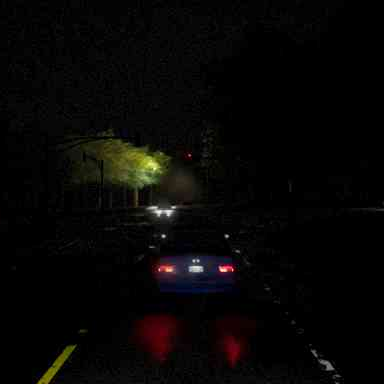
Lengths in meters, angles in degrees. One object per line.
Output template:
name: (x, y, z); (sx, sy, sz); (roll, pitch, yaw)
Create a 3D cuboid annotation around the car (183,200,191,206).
car: (-1.169, 2.505, 76.006); (1.895, 1.301, 4.718); (0, -2, -1)

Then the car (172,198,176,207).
car: (-4.503, 2.082, 68.102); (2.097, 1.767, 4.553); (0, -1, -1)

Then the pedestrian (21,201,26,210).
pedestrian: (-18.094, 1.918, 35.666); (0.375, 1.860, 0.375); (0, 1, 2)

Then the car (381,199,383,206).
car: (19.964, 0.666, 30.339); (4.892, 1.490, 1.837); (-2, -1, 2)

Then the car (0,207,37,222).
car: (-17.544, 2.168, 31.675); (4.718, 1.301, 1.895); (-2, -1, -1)

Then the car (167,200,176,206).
car: (-4.731, 2.535, 78.661); (1.994, 1.385, 4.181); (0, -1, -1)

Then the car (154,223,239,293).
car: (0.089, 1.550, 8.997); (2.033, 1.411, 5.357); (0, 0, 0)

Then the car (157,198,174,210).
car: (-4.173, 1.999, 49.827); (1.895, 1.301, 4.718); (0, -1, -1)
